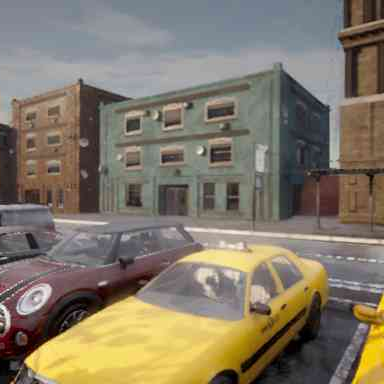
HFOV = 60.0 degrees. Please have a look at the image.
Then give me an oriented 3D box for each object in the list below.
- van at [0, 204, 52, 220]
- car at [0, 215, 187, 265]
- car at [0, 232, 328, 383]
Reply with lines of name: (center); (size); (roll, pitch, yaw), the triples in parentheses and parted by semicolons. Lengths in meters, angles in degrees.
van: (-6.337, 1.371, 9.521); (1.878, 1.987, 4.442); (-1, 0, 35)
car: (-1.615, 1.409, 6.337); (2.185, 1.767, 4.553); (-1, 0, 35)
car: (0.424, 1.502, 4.617); (1.946, 1.575, 5.366); (-1, 0, 35)
